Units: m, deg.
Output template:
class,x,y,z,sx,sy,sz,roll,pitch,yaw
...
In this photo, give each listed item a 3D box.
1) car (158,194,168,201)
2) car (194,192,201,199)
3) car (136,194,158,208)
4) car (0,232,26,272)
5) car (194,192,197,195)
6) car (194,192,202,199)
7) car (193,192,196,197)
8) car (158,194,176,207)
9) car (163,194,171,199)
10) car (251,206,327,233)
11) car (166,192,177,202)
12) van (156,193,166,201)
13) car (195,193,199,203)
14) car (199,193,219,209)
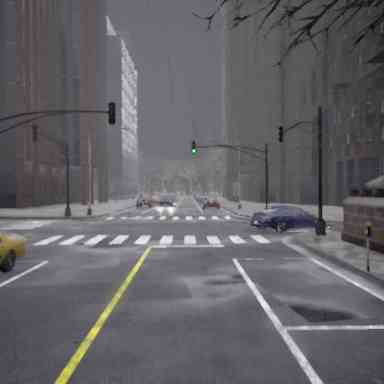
class,x,y,z,sx,sy,sz,roll,pitch,yaw
car,-6.820,1.257,78.306,2.008,1.369,4.403,0,0,-1
car,1.925,1.252,62.110,1.887,1.381,4.507,0,0,-1
car,-6.380,1.155,45.682,2.192,1.841,5.009,0,0,-1
car,-5.870,1.530,8.109,1.752,1.417,4.829,0,0,-1
car,1.852,1.230,67.547,1.887,1.381,4.507,0,0,-1
car,1.555,0.914,89.294,2.192,1.841,5.009,-1,0,-1
car,1.776,1.188,73.153,1.752,1.417,4.829,0,0,-1
car,-3.720,1.410,48.127,1.895,1.301,4.718,0,0,0
car,-7.040,1.208,94.617,1.947,1.339,4.313,-1,0,-1
car,5.642,1.525,19.262,4.674,1.442,1.812,1,-1,-24
car,-3.882,1.290,64.259,2.033,1.411,5.357,0,0,0
van,-6.748,1.069,72.868,1.690,1.788,3.998,0,0,-1
car,1.999,1.281,56.672,2.008,1.369,4.403,0,0,-1
car,2.219,1.239,40.361,1.967,1.590,4.097,0,0,-1
